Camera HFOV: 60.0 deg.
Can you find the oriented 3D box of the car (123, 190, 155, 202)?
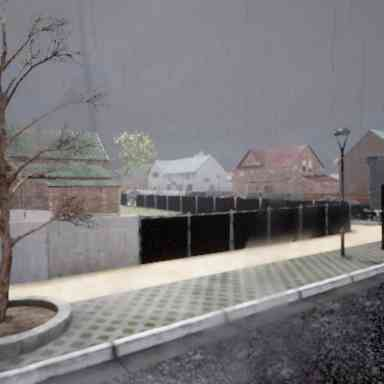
[{"bbox_3d":[-8.153,0.813,50.154,2.033,1.411,5.357,-1,1,-34],"label":"car"}]

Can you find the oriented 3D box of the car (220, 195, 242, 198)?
[{"bbox_3d":[4.030,1.027,32.144,1.812,1.442,4.674,-1,1,-34],"label":"car"}]

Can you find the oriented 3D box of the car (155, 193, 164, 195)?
[{"bbox_3d":[-5.390,0.836,51.128,1.895,1.301,4.718,-1,1,-34],"label":"car"}]

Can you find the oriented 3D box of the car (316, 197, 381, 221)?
[{"bbox_3d":[10.327,1.110,22.898,2.128,1.511,4.902,-1,1,-34],"label":"car"}]

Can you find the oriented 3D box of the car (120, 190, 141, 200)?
[{"bbox_3d":[-10.961,0.480,59.205,2.097,1.767,4.553,-1,1,-34],"label":"car"}]
